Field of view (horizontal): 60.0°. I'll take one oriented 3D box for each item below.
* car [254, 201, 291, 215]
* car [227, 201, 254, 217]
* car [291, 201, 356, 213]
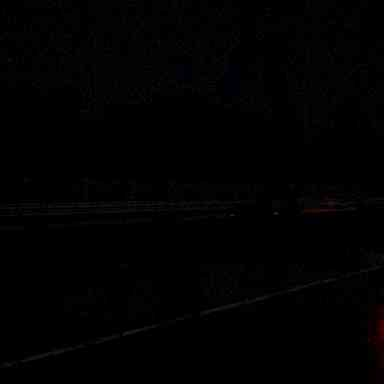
[{"bbox_3d":[7.607,1.471,26.351,5.008,1.535,1.882,0,0,-34],"label":"car"},{"bbox_3d":[5.619,1.538,29.241,5.357,1.411,2.033,0,0,-34],"label":"car"},{"bbox_3d":[9.529,1.473,23.426,5.008,1.535,1.882,0,0,-34],"label":"car"}]
